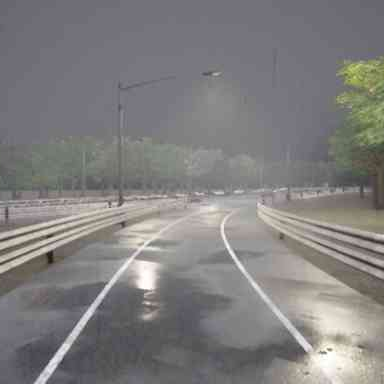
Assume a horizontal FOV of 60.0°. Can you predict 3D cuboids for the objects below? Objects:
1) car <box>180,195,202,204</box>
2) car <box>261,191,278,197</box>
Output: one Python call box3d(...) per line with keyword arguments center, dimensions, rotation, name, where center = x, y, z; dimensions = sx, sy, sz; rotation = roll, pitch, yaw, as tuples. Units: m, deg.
box3d(center=(-0.234, 1.225, 53.900), dimensions=(1.994, 1.385, 4.181), rotation=(0, 2, 39), name="car")
box3d(center=(17.609, 0.438, 75.610), dimensions=(2.033, 1.411, 5.357), rotation=(0, 2, 39), name="car")
